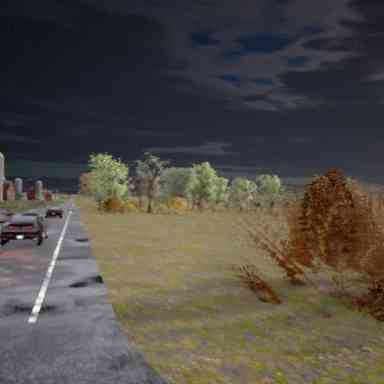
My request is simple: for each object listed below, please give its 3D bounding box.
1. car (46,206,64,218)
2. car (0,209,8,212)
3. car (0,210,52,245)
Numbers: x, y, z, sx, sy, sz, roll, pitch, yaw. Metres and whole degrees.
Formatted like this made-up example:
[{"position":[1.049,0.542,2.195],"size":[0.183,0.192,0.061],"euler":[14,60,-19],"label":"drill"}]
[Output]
[{"position":[-17.710,2.540,42.881],"size":[1.882,1.535,5.008],"euler":[2,-2,-19],"label":"car"},{"position":[-16.624,2.156,28.774],"size":[1.994,1.385,4.181],"euler":[2,-2,-19],"label":"car"},{"position":[-8.851,1.917,17.853],"size":[1.837,1.490,4.892],"euler":[2,-2,-19],"label":"car"}]
